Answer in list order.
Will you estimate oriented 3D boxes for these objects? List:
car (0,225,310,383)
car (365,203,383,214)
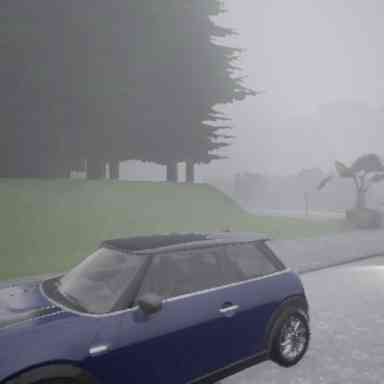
[{"bbox_3d":[-0.605,1.353,4.173,4.553,1.767,2.097,0,0,-35],"label":"car"},{"bbox_3d":[18.505,1.540,30.802,1.812,1.442,4.674,0,0,-34],"label":"car"}]
